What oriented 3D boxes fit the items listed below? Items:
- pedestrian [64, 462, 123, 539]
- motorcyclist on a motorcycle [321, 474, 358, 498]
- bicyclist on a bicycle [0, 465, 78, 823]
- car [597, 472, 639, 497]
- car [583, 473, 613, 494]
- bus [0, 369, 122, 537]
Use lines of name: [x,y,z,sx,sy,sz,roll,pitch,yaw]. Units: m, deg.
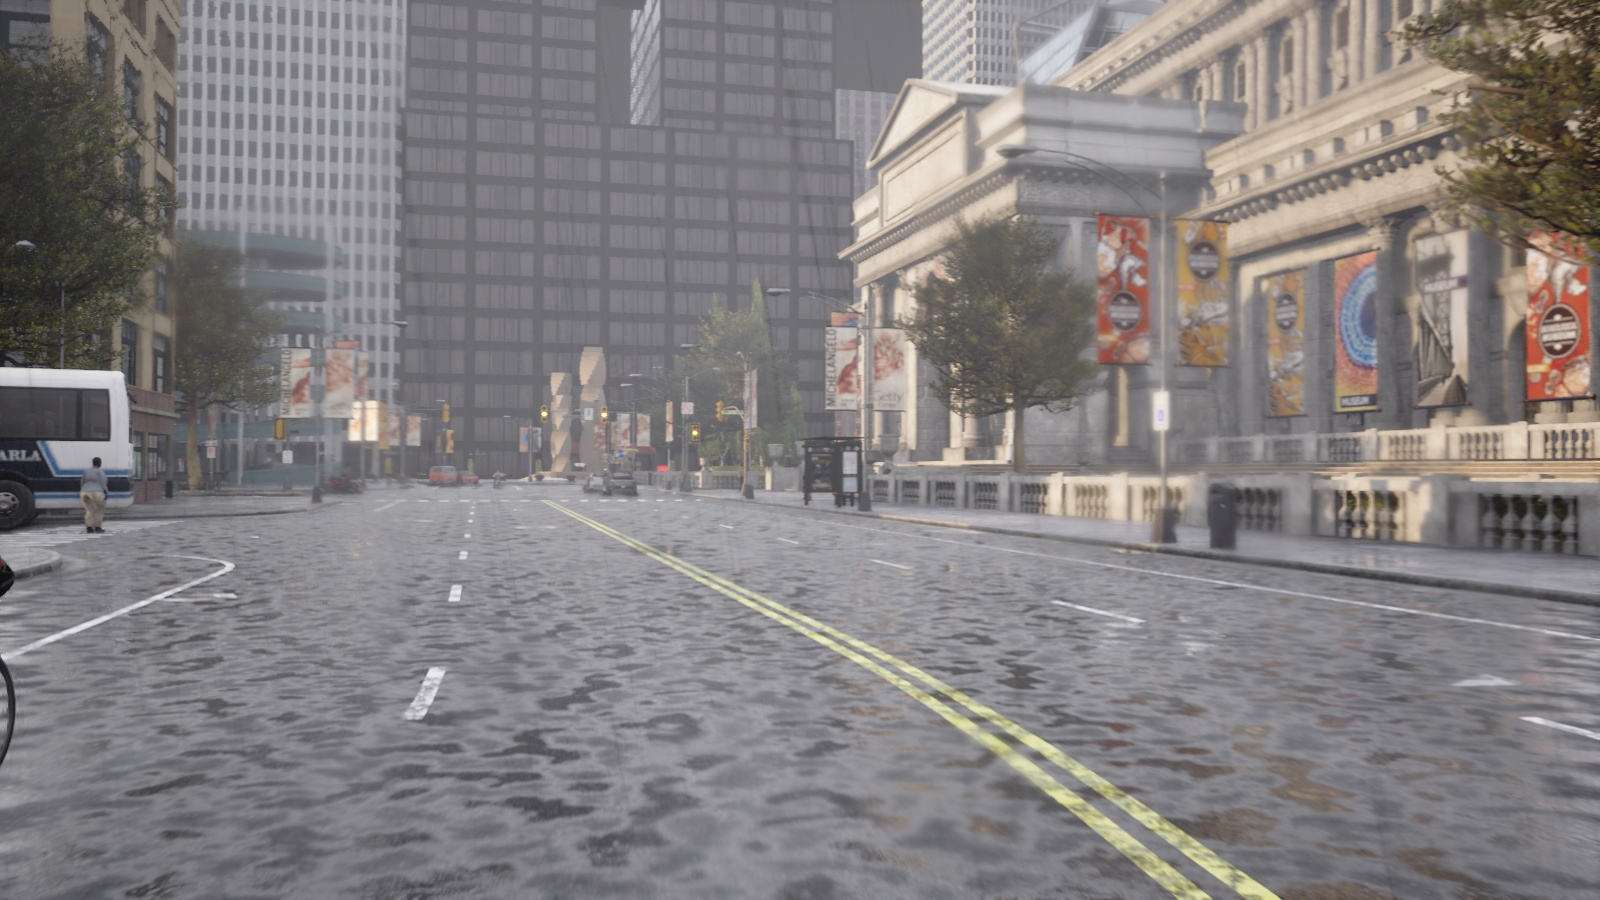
pedestrian: [-17.212,1.218,30.607,0.874,1.855,0.900,0,-1,11]
motorcyclist on a motorcycle: [-31.043,2.420,84.674,2.191,1.530,0.866,0,0,-5]
bicyclist on a bicycle: [-3.917,0.881,5.654,0.582,1.620,1.656,0,-1,-8]
car: [-11.557,2.157,79.406,2.128,1.511,4.902,0,-1,-14]
car: [-14.958,2.455,92.710,1.845,1.501,3.633,0,-1,-14]
bus: [-23.529,0.098,32.564,10.273,4.253,3.944,0,-1,-26]
